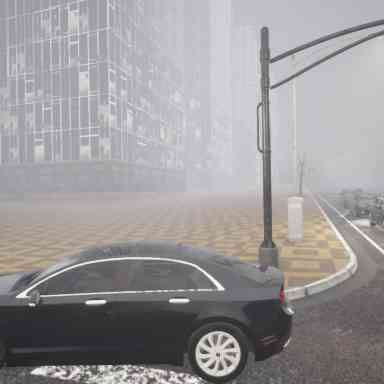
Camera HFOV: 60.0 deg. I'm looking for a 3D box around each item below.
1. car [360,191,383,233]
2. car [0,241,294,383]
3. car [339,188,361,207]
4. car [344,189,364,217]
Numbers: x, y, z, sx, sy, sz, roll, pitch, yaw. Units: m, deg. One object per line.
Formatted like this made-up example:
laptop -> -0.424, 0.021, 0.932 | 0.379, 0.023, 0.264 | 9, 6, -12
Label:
car -> 8.995, 0.928, 14.422 | 2.128, 1.511, 4.902 | -1, 2, 18
car -> -1.085, 1.505, 4.775 | 4.892, 1.490, 1.837 | 0, 0, 0
car -> 13.025, 0.454, 26.784 | 2.128, 1.511, 4.902 | -1, 2, 18
car -> 11.037, 0.759, 20.718 | 1.994, 1.385, 4.181 | -1, 2, 17
